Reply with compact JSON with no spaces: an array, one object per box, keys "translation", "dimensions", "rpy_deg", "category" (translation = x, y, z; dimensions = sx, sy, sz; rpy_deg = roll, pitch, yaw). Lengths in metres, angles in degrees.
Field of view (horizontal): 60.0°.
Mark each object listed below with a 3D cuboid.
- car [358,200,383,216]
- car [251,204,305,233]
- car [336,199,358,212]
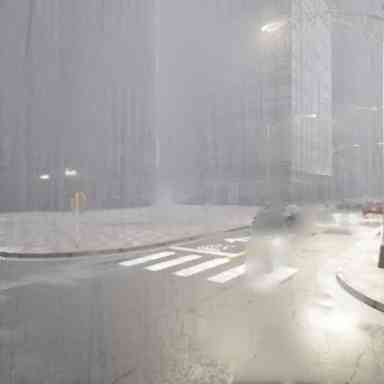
[{"translation":[17.194,1.463,31.048],"dimensions":[1.994,1.385,4.181],"rpy_deg":[0,0,35],"category":"car"},{"translation":[5.198,1.478,19.717],"dimensions":[1.837,1.490,4.892],"rpy_deg":[0,0,35],"category":"car"},{"translation":[17.242,1.489,36.612],"dimensions":[1.895,1.301,4.718],"rpy_deg":[0,0,36],"category":"car"}]
